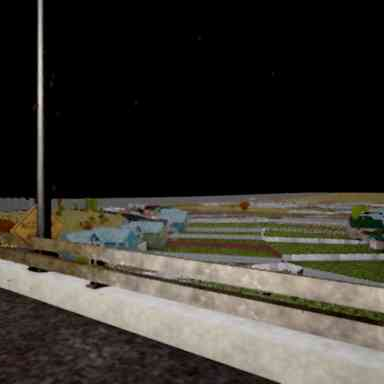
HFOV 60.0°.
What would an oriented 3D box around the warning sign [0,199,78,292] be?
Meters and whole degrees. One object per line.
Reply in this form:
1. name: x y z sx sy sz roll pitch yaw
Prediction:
1. warning sign: -3.518 1.117 7.677 1.060 1.860 1.300 0 0 36
